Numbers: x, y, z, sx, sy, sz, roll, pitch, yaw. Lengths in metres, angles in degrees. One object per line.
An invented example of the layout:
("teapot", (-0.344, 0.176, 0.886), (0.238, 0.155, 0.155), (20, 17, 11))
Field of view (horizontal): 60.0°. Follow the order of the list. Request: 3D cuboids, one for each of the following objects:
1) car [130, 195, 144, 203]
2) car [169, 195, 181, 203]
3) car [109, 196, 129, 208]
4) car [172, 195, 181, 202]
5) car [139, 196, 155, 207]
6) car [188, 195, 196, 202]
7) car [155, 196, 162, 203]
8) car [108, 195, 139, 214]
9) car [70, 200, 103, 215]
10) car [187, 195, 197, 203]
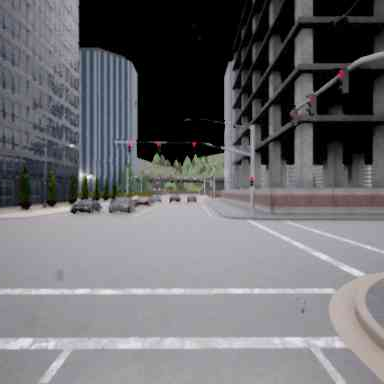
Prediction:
("car", (-10.533, 1.391, 63.845), (1.812, 1.442, 4.674), (0, 0, 1))
("car", (-3.505, 1.366, 65.738), (1.837, 1.490, 4.892), (0, 0, 0))
("car", (-10.585, 1.400, 48.794), (1.837, 1.490, 4.892), (0, 1, 0))
("car", (-3.506, 1.350, 74.812), (1.812, 1.442, 4.674), (0, 0, 0))
("car", (-7.084, 1.374, 48.974), (1.882, 1.535, 5.008), (0, 0, 0))
("car", (-0.006, 1.421, 74.842), (1.895, 1.301, 4.718), (0, 0, 0))
("car", (-7.025, 1.425, 65.228), (1.994, 1.385, 4.181), (0, 0, 1))
("car", (-7.077, 1.280, 34.030), (2.097, 1.767, 4.553), (0, 0, -1))
("car", (-10.617, 1.476, 33.835), (2.033, 1.411, 5.357), (0, 0, 1))
("car", (-0.005, 1.353, 65.737), (2.128, 1.511, 4.902), (0, 0, 0))
